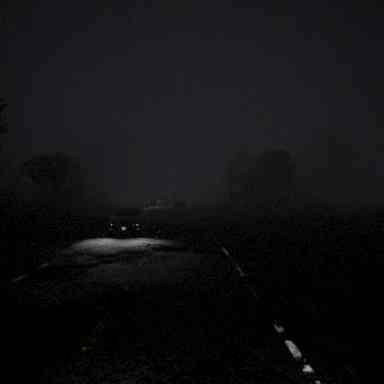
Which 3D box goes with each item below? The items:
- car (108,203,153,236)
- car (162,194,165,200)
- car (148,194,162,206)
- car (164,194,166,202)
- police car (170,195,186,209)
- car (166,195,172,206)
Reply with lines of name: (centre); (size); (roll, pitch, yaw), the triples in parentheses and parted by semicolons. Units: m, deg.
car: (-3.550, 1.610, 19.224); (1.837, 1.490, 4.892); (0, 0, -2)
car: (-7.678, 1.569, 85.992); (2.150, 2.045, 5.566); (0, 0, -10)
car: (-6.925, 1.689, 60.344); (2.097, 1.767, 4.553); (0, 0, -7)
car: (-3.966, 1.601, 68.151); (2.150, 2.045, 5.566); (0, 0, -8)
police car: (-1.984, 1.710, 52.275); (1.930, 1.638, 5.238); (0, 0, -6)
car: (-3.152, 1.693, 62.116); (2.097, 1.767, 4.553); (0, 0, -7)
